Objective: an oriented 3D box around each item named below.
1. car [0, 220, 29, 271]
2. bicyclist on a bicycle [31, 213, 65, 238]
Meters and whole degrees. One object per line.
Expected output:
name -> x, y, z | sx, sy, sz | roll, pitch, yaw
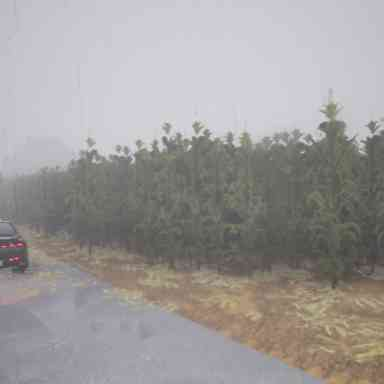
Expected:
car -> -6.609, 1.660, 10.622 | 1.837, 1.490, 4.892 | -2, 0, -38
bicyclist on a bicycle -> -7.134, 1.449, 16.519 | 1.656, 1.620, 0.582 | -2, 1, -39
